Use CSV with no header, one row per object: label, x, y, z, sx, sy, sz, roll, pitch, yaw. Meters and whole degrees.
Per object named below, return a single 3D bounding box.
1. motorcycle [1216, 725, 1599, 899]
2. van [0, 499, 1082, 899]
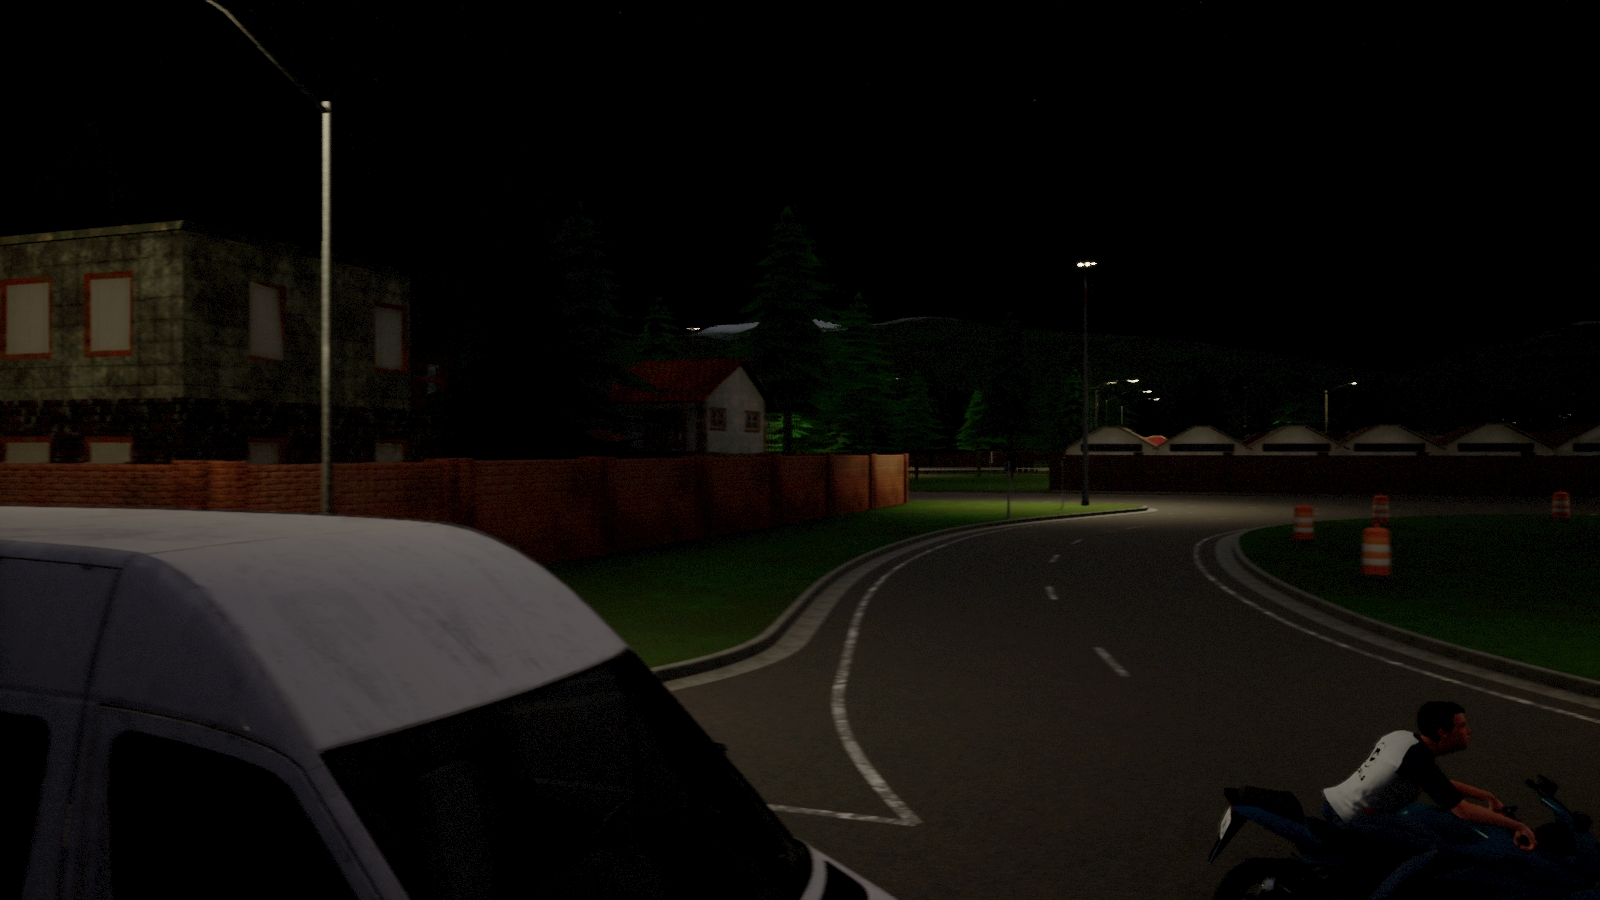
motorcycle,3.212,2.186,5.854,2.033,1.199,0.803,0,0,20
van,-2.134,1.535,4.079,5.915,2.561,1.988,0,0,20
